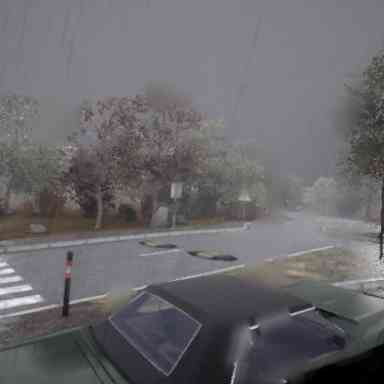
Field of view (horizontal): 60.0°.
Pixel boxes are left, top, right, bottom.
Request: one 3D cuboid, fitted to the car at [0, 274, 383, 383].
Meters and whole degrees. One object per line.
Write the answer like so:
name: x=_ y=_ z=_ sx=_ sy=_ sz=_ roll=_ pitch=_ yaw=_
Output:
car: x=0.627 y=1.611 z=3.525 sx=4.718 sy=1.301 sz=1.895 roll=0 pitch=0 yaw=-32
